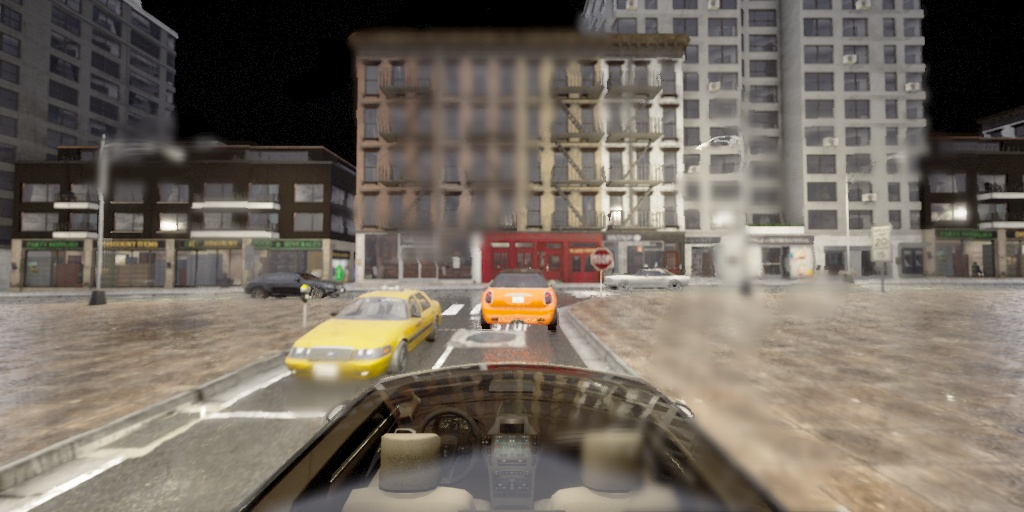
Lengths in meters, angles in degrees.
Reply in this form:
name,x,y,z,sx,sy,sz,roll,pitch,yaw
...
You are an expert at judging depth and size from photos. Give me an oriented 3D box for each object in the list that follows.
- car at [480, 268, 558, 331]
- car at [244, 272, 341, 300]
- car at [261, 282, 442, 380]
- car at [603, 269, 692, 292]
name,x,y,z,sx,sy,sz,roll,pitch,yaw
car,0.339,1.173,11.483,2.097,1.767,4.553,0,0,5
car,-10.992,1.511,18.317,4.674,1.442,1.812,-1,-2,0
car,-2.635,1.319,7.477,1.751,1.417,4.829,0,0,0
car,7.910,1.420,21.299,4.718,1.301,1.895,-1,-2,0
